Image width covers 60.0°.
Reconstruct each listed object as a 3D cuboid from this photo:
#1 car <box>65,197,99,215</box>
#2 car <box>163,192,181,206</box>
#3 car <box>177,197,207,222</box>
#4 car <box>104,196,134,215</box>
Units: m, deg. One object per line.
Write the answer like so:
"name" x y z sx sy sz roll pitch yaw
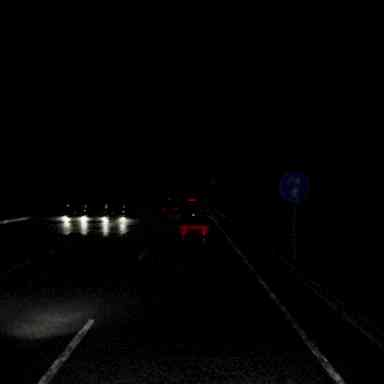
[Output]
"car" -10.497 1.272 32.060 2.097 1.767 4.553 0 0 0
"car" -2.948 0.976 49.186 2.150 2.045 5.566 0 1 3
"car" 0.098 1.417 25.500 1.882 1.535 5.008 0 0 0
"car" -6.997 1.305 32.049 2.097 1.767 4.553 0 0 0
